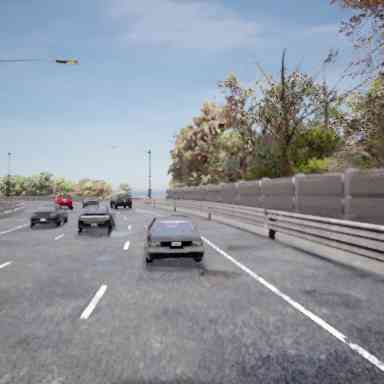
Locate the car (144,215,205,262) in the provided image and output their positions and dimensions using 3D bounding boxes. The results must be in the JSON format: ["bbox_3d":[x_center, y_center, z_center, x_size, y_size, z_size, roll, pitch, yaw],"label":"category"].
[{"bbox_3d":[-0.743,1.551,12.133,2.033,1.411,5.357,0,0,-7],"label":"car"}]

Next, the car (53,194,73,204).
[{"bbox_3d":[-17.631,1.289,45.452,2.150,2.045,5.566,0,0,-26],"label":"car"}]

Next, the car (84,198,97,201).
[{"bbox_3d":[-14.115,1.559,46.115,1.837,1.490,4.892,0,0,-25],"label":"car"}]

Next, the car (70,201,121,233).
[{"bbox_3d":[-5.582,1.513,19.923,2.128,1.511,4.902,0,0,-10],"label":"car"}]

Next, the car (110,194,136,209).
[{"bbox_3d":[-9.590,1.259,44.691,2.150,2.045,5.566,0,0,-23],"label":"car"}]

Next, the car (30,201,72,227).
[{"bbox_3d":[-9.769,1.563,22.956,1.812,1.442,4.674,0,0,-12],"label":"car"}]
